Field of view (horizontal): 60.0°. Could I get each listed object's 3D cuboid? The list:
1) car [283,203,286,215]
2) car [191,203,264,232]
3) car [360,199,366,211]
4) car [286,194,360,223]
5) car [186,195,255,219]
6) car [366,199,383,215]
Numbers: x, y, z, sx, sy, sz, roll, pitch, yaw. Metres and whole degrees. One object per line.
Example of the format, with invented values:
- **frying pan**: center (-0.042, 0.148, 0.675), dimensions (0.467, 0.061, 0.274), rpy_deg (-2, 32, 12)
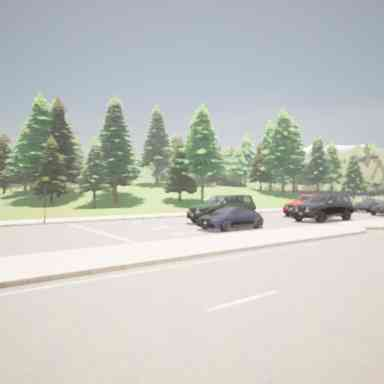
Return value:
- **car**: center (10.698, 1.206, 30.166), dimensions (5.566, 2.045, 2.150), rpy_deg (0, 0, -34)
- **car**: center (2.366, 1.563, 19.999), dimensions (4.181, 1.385, 1.994), rpy_deg (0, 0, -35)
- **car**: center (19.350, 1.495, 36.279), dimensions (4.674, 1.442, 1.812), rpy_deg (0, 0, -34)
- **car**: center (10.078, 1.204, 25.467), dimensions (5.566, 2.045, 2.150), rpy_deg (-1, 0, -35)
- **car**: center (2.266, 1.222, 24.219), dimensions (5.566, 2.045, 2.150), rpy_deg (0, 0, -35)
- **car**: center (18.913, 1.495, 31.686), dimensions (4.674, 1.442, 1.812), rpy_deg (0, 0, -34)
